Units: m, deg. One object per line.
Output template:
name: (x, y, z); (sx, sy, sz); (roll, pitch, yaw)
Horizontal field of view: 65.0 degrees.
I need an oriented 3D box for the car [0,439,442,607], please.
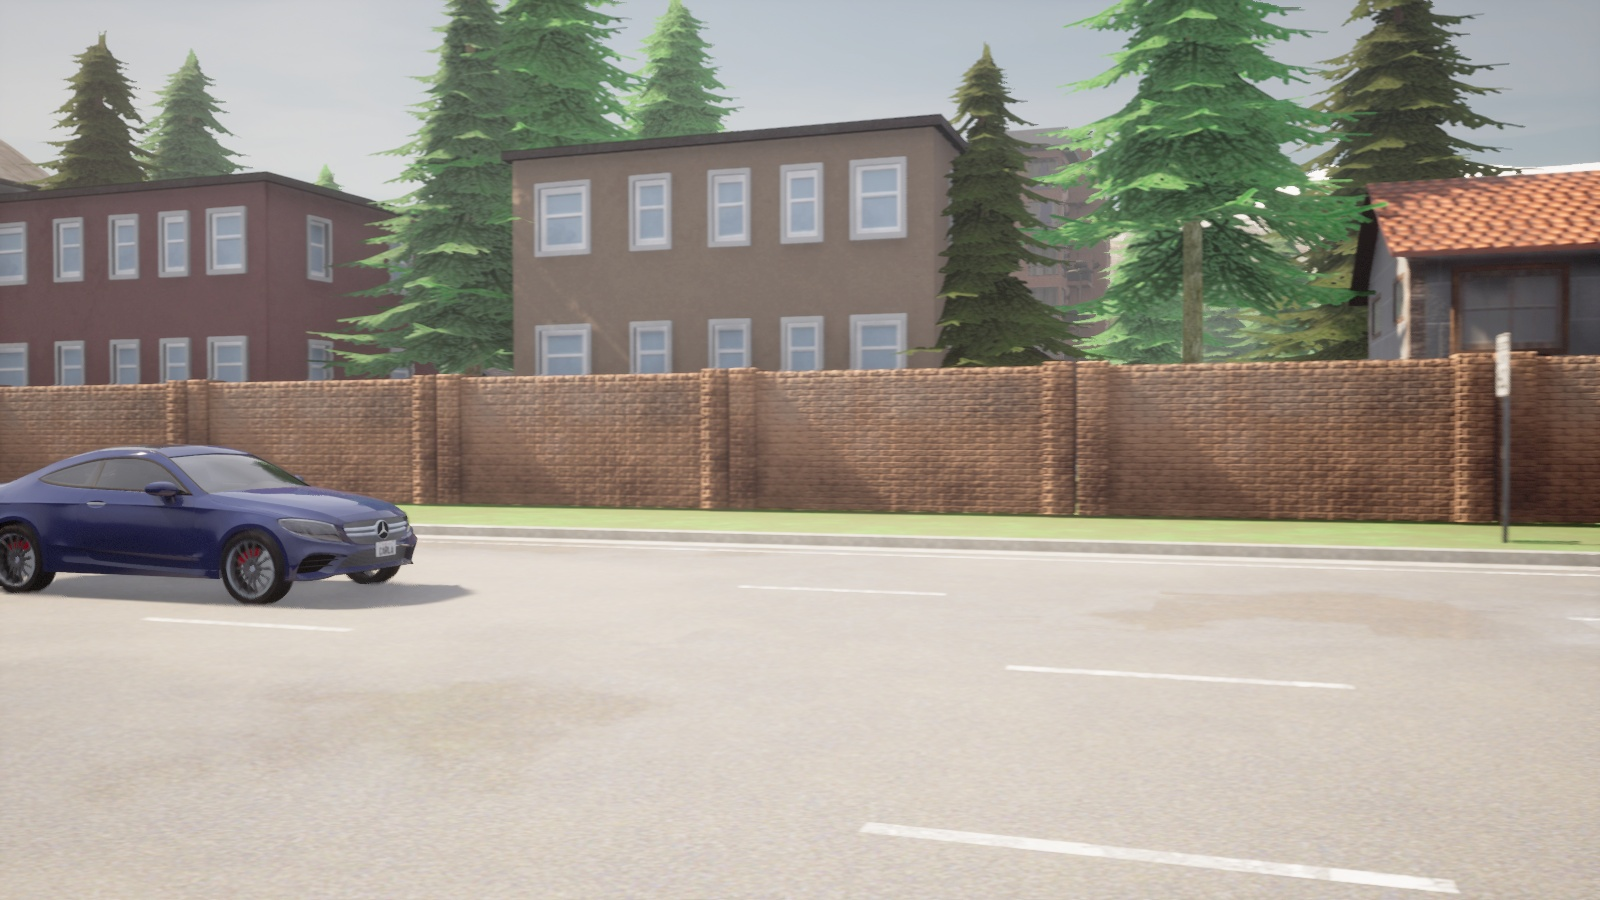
car: (-6.136, 0.627, 12.644); (4.674, 1.442, 1.812); (1, 1, 19)
